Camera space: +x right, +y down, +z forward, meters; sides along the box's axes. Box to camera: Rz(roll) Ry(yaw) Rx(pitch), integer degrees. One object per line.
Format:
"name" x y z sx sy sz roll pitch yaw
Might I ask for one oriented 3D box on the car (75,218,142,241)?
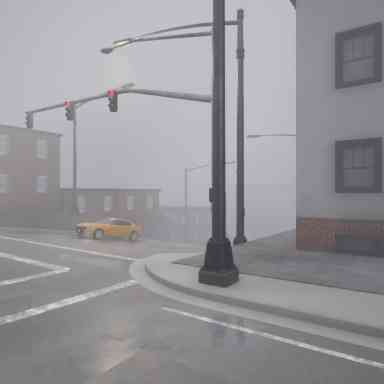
"car" -5.672 2.536 23.093 1.882 1.535 5.008 0 -9 37
